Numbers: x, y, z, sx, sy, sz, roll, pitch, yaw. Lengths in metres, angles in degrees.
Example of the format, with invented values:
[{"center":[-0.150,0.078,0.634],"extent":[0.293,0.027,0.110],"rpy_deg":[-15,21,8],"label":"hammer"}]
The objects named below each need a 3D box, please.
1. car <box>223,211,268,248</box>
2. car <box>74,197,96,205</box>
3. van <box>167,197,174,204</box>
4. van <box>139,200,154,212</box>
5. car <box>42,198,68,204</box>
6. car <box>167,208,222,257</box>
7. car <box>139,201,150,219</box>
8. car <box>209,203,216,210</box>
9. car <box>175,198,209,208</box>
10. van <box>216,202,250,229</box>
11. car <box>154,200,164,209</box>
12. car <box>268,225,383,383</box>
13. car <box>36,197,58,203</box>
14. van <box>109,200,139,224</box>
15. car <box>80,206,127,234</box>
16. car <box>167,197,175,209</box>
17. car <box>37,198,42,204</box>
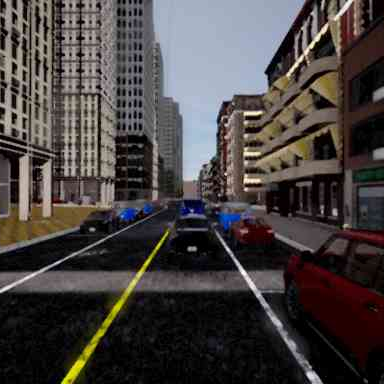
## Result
[{"center":[2.692,1.750,15.502],"extent":[1.802,1.307,4.206],"rpy_deg":[0,-1,0],"label":"car"},{"center":[-21.124,1.799,65.830],"extent":[4.097,1.590,1.967],"rpy_deg":[1,-2,0],"label":"car"},{"center":[-5.681,2.324,87.516],"extent":[1.690,1.788,3.998],"rpy_deg":[0,-1,0],"label":"van"},{"center":[-5.686,1.758,38.099],"extent":[1.690,1.788,3.998],"rpy_deg":[0,-1,0],"label":"van"},{"center":[-26.701,1.833,65.815],"extent":[4.206,1.307,1.802],"rpy_deg":[1,-2,0],"label":"car"},{"center":[0.023,1.654,13.493],"extent":[1.837,1.490,4.892],"rpy_deg":[0,0,1],"label":"car"},{"center":[-5.687,1.905,32.448],"extent":[2.008,1.369,4.403],"rpy_deg":[0,-1,0],"label":"car"},{"center":[2.694,1.968,38.095],"extent":[2.008,1.369,4.403],"rpy_deg":[0,-1,0],"label":"car"},{"center":[0.013,1.525,27.553],"extent":[2.150,2.045,5.566],"rpy_deg":[0,0,0],"label":"car"},{"center":[2.693,1.571,21.153],"extent":[1.690,1.788,3.998],"rpy_deg":[0,-1,0],"label":"van"},{"center":[-5.685,2.048,55.043],"extent":[1.967,1.590,4.097],"rpy_deg":[0,-1,0],"label":"car"},{"center":[2.691,1.362,4.208],"extent":[2.192,1.841,5.009],"rpy_deg":[0,-1,0],"label":"car"},{"center":[-32.354,1.807,74.183],"extent":[4.206,1.307,1.802],"rpy_deg":[1,-2,0],"label":"car"},{"center":[-5.688,1.633,26.802],"extent":[1.690,1.788,3.998],"rpy_deg":[0,-1,0],"label":"van"},{"center":[-5.687,1.796,21.152],"extent":[1.947,1.339,4.313],"rpy_deg":[0,-1,0],"label":"car"},{"center":[-3.020,2.094,55.804],"extent":[1.882,1.535,5.008],"rpy_deg":[0,-1,0],"label":"car"},{"center":[-32.270,1.459,65.812],"extent":[5.009,1.841,2.192],"rpy_deg":[1,-2,0],"label":"car"}]
